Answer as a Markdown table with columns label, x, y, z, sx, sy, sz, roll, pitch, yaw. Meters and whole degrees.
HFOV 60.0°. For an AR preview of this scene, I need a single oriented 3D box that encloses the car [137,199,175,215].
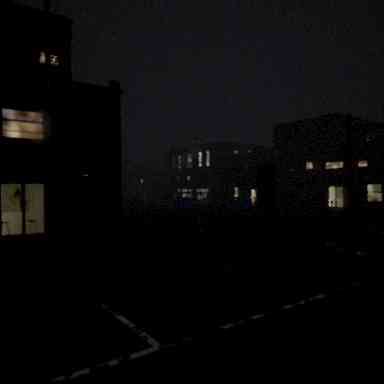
| label | x | y | z | sx | sy | sz | roll | pitch | yaw |
| --- | --- | --- | --- | --- | --- | --- | --- | --- | --- |
| car | -4.462 | 1.932 | 40.292 | 1.752 | 1.417 | 4.829 | -2 | 0 | -36 |

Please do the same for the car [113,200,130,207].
| label | x | y | z | sx | sy | sz | roll | pitch | yaw |
| --- | --- | --- | --- | --- | --- | --- | --- | --- | --- |
| car | -14.475 | 2.271 | 68.173 | 1.802 | 1.307 | 4.206 | -2 | 0 | -36 |

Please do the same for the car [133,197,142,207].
| label | x | y | z | sx | sy | sz | roll | pitch | yaw |
| --- | --- | --- | --- | --- | --- | --- | --- | --- | --- |
| car | -11.147 | 1.923 | 63.601 | 2.192 | 1.841 | 5.009 | -2 | 0 | -36 |

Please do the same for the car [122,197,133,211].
| label | x | y | z | sx | sy | sz | roll | pitch | yaw |
| --- | --- | --- | --- | --- | --- | --- | --- | --- | --- |
| car | -11.241 | 1.887 | 49.572 | 2.192 | 1.841 | 5.009 | -2 | 0 | -36 |

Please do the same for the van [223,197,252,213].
| label | x | y | z | sx | sy | sz | roll | pitch | yaw |
| --- | --- | --- | --- | --- | --- | --- | --- | --- | --- |
| van | 5.534 | 1.543 | 40.743 | 1.690 | 1.788 | 3.998 | -2 | 0 | -36 |

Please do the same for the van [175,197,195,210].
| label | x | y | z | sx | sy | sz | roll | pitch | yaw |
| --- | --- | --- | --- | --- | --- | --- | --- | --- | --- |
| van | -1.138 | 1.705 | 49.886 | 1.690 | 1.788 | 3.998 | -2 | 0 | -36 |
